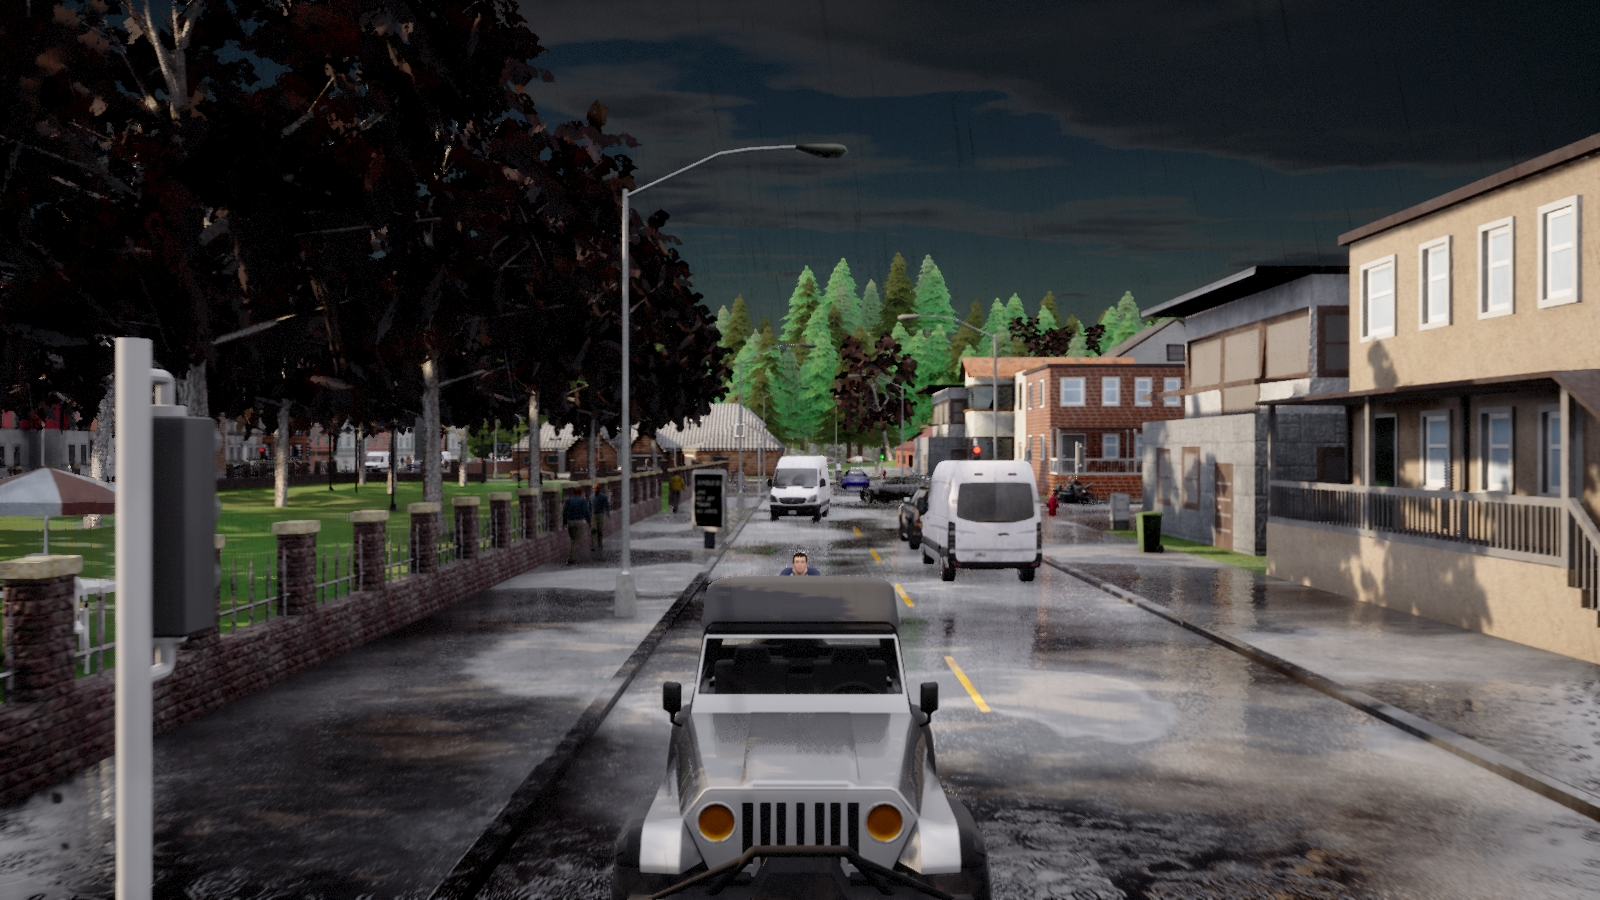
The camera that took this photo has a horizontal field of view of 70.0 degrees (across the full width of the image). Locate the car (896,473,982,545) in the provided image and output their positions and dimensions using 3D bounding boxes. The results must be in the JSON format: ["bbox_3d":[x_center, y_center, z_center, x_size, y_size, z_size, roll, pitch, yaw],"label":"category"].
[{"bbox_3d":[3.947,1.629,33.205,1.932,1.855,4.605,0,0,0],"label":"car"}]

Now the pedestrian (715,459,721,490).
[{"bbox_3d":[-4.996,1.496,69.623,0.375,1.860,0.375,0,0,-11],"label":"pedestrian"}]

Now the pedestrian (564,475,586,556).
[{"bbox_3d":[-5.234,1.513,26.594,0.375,1.860,0.375,0,0,10],"label":"pedestrian"}]

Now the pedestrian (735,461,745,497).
[{"bbox_3d":[-3.109,1.500,59.027,0.375,1.860,0.375,0,0,26],"label":"pedestrian"}]

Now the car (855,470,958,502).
[{"bbox_3d":[5.482,1.817,58.971,4.792,1.488,2.163,0,0,33],"label":"car"}]

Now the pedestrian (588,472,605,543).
[{"bbox_3d":[-5.340,1.512,30.063,0.375,1.860,0.375,0,0,1],"label":"pedestrian"}]

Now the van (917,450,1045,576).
[{"bbox_3d":[3.981,1.301,26.135,1.988,2.561,5.915,0,0,0],"label":"van"}]

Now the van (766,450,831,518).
[{"bbox_3d":[0.011,1.294,46.501,1.988,2.561,5.915,0,0,6],"label":"van"}]

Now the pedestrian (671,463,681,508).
[{"bbox_3d":[-5.249,1.504,48.455,0.375,1.860,0.375,0,0,-1],"label":"pedestrian"}]

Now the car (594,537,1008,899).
[{"bbox_3d":[0.008,1.634,7.187,1.905,1.878,3.866,0,0,0],"label":"car"}]
